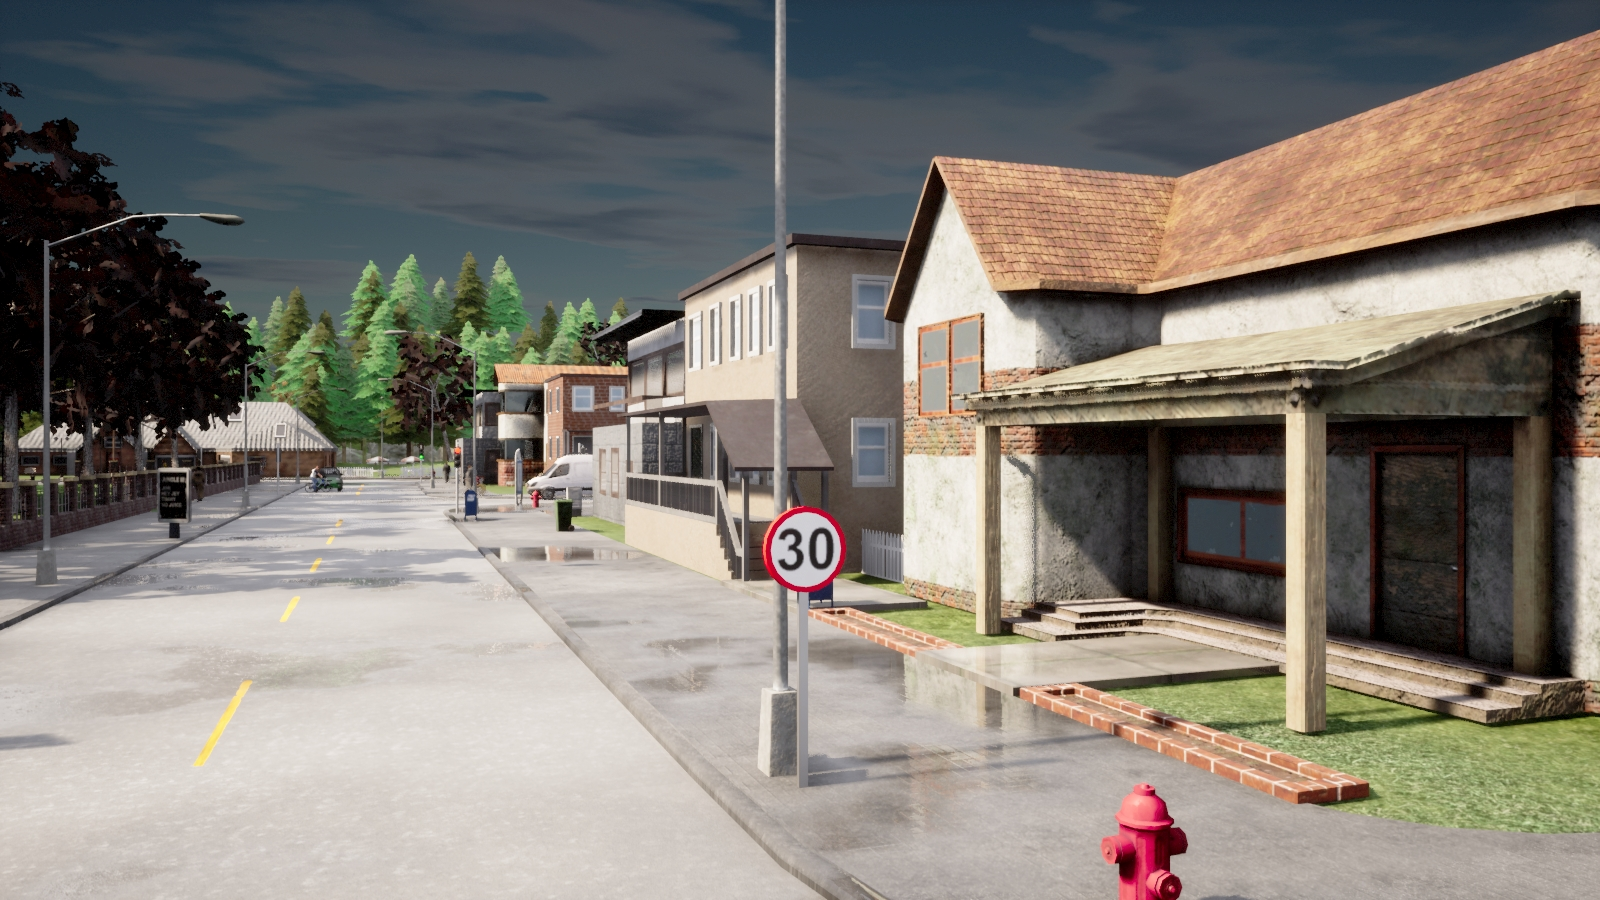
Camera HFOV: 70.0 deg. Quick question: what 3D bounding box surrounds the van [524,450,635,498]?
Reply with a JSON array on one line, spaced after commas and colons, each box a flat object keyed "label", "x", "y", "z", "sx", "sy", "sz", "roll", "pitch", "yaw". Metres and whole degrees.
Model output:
[{"label": "van", "x": -12.522, "y": 1.312, "z": 64.893, "sx": 5.915, "sy": 2.561, "sz": 1.988, "roll": -1, "pitch": 0, "yaw": -20}]

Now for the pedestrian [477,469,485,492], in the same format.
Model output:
[{"label": "pedestrian", "x": -18.717, "y": 1.797, "z": 67.008, "sx": 0.375, "sy": 1.300, "sz": 0.375, "roll": 0, "pitch": 0, "yaw": 5}]

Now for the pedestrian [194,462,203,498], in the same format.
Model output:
[{"label": "pedestrian", "x": -30.885, "y": 1.525, "z": 58.696, "sx": 0.375, "sy": 1.860, "sz": 0.375, "roll": 0, "pitch": 0, "yaw": -20}]

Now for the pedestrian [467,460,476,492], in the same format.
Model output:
[{"label": "pedestrian", "x": -19.118, "y": 1.516, "z": 66.485, "sx": 0.375, "sy": 1.860, "sz": 0.375, "roll": 0, "pitch": 0, "yaw": 20}]
